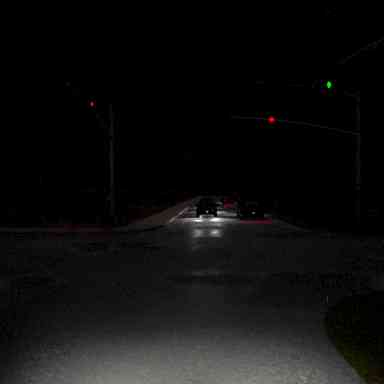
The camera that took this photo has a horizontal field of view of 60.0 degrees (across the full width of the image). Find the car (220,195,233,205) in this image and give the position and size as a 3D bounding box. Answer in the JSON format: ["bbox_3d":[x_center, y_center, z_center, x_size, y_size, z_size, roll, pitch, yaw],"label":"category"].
[{"bbox_3d":[6.353,1.566,59.014,1.895,1.301,4.718,0,0,3],"label":"car"}]

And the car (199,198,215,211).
[{"bbox_3d":[1.847,1.470,40.449,1.837,1.490,4.892,0,0,3],"label":"car"}]

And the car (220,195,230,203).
[{"bbox_3d":[6.838,1.470,68.975,1.837,1.490,4.892,0,0,3],"label":"car"}]

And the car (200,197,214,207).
[{"bbox_3d":[2.339,1.529,50.357,1.994,1.385,4.181,0,0,3],"label":"car"}]

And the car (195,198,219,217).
[{"bbox_3d":[1.384,1.470,30.997,1.837,1.490,4.892,0,0,3],"label":"car"}]

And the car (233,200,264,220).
[{"bbox_3d":[4.843,1.443,27.991,1.882,1.535,5.008,0,0,3],"label":"car"}]
